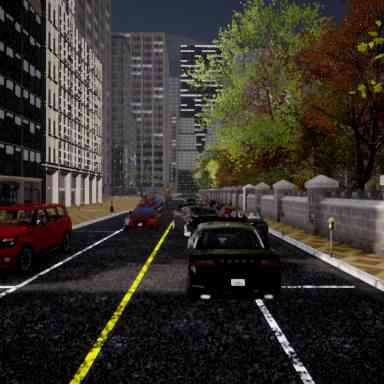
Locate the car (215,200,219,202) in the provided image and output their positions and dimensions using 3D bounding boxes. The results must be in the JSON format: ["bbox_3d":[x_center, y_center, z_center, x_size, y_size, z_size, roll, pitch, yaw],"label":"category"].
[{"bbox_3d":[2.482,1.558,27.196,1.947,1.339,4.313,0,0,0],"label":"car"}]

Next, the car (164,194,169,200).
[{"bbox_3d":[-5.690,1.498,60.362,1.752,1.417,4.829,0,0,0],"label":"car"}]

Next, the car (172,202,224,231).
[{"bbox_3d":[0.180,1.500,18.194,1.837,1.490,4.892,0,0,-15],"label":"car"}]

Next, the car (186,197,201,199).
[{"bbox_3d":[-0.140,1.510,43.454,1.812,1.442,4.674,0,0,0],"label":"car"}]

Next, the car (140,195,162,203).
[{"bbox_3d":[-5.617,1.299,43.910,2.192,1.841,5.009,0,0,0],"label":"car"}]

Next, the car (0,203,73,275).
[{"bbox_3d":[-5.471,1.313,10.661,2.192,1.841,5.009,0,0,0],"label":"car"}]

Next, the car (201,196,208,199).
[{"bbox_3d":[2.384,1.563,49.395,1.802,1.307,4.206,0,0,0],"label":"car"}]

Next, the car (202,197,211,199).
[{"bbox_3d":[2.433,1.553,38.296,1.947,1.339,4.313,0,0,0],"label":"car"}]

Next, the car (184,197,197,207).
[{"bbox_3d":[-0.196,1.525,53.437,2.033,1.411,5.357,0,0,0],"label":"car"}]

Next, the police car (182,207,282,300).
[{"bbox_3d":[0.822,1.424,8.571,1.930,1.638,5.238,0,0,0],"label":"police car"}]

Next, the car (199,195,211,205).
[{"bbox_3d":[2.334,1.412,60.495,1.967,1.590,4.097,0,0,0],"label":"car"}]

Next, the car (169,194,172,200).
[{"bbox_3d":[-5.620,1.274,77.155,2.192,1.841,5.009,0,0,0],"label":"car"}]

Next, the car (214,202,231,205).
[{"bbox_3d":[2.507,1.576,21.646,1.802,1.307,4.206,0,0,0],"label":"car"}]

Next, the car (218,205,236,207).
[{"bbox_3d":[2.532,1.547,16.097,2.008,1.369,4.403,0,0,0],"label":"car"}]

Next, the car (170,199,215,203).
[{"bbox_3d":[0.087,1.498,24.787,1.837,1.490,4.892,0,0,17],"label":"car"}]

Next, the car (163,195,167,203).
[{"bbox_3d":[-5.666,1.558,54.992,1.802,1.307,4.206,0,0,0],"label":"car"}]

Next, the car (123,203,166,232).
[{"bbox_3d":[-2.801,1.559,19.890,1.994,1.385,4.181,0,0,0],"label":"car"}]
